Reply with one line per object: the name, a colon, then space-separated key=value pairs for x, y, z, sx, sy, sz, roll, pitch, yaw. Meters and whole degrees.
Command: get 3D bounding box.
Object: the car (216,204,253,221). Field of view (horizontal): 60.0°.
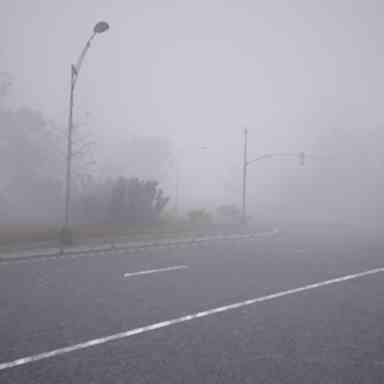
car: x=4.154 y=1.957 z=32.981 sx=2.128 sy=1.511 sz=4.902 roll=2 pitch=-1 yaw=-24
